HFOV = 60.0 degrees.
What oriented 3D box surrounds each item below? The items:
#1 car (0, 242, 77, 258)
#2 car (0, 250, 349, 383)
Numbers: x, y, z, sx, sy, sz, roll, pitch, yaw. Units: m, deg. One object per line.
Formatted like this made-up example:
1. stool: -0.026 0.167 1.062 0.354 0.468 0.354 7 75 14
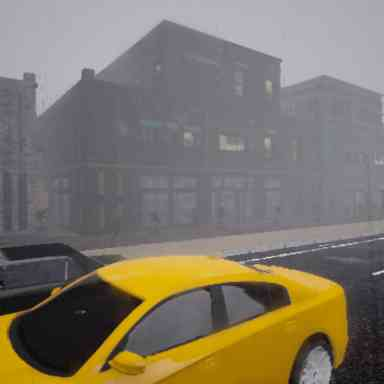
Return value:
1. car: -3.006 1.601 5.535 4.718 1.301 1.895 0 0 -36
2. car: -0.419 1.479 3.389 5.008 1.535 1.882 0 0 -36
